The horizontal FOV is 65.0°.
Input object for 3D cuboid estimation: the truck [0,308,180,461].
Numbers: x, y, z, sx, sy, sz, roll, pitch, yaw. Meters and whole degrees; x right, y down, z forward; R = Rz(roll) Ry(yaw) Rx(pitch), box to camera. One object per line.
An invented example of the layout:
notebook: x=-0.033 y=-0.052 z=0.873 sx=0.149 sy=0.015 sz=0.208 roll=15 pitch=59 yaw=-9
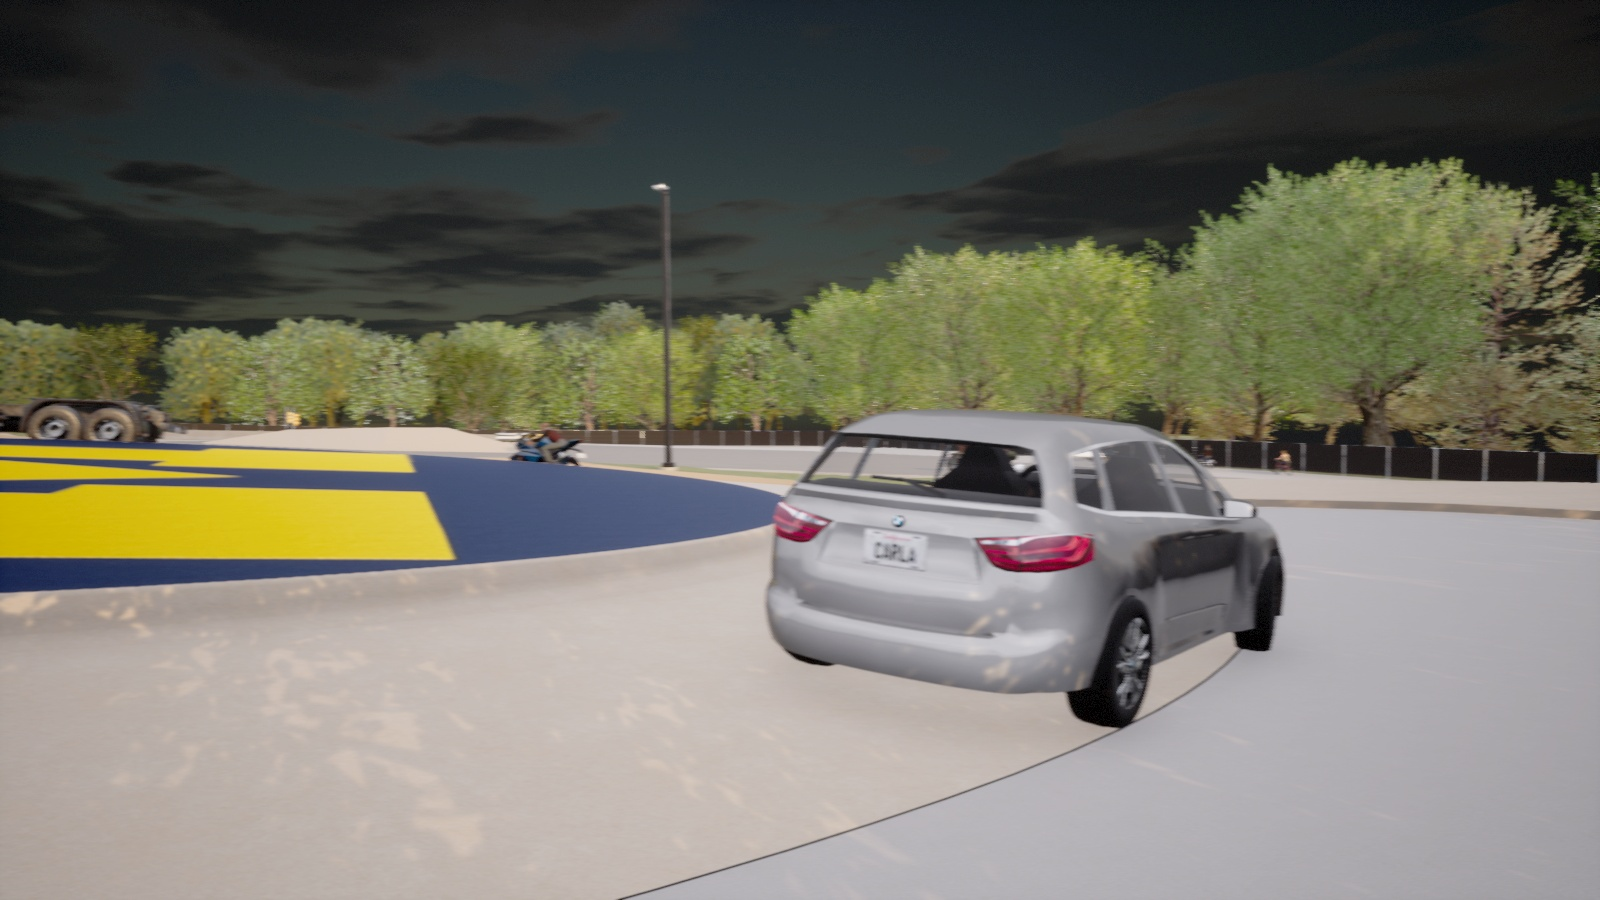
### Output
truck: x=-19.812 y=-1.589 z=30.618 sx=7.936 sy=3.462 sz=2.891 roll=2 pitch=-1 yaw=-16

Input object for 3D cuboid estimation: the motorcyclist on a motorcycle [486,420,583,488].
motorcyclist on a motorcycle: x=-6.775 y=0.102 z=32.066 sx=2.191 sy=1.530 sz=0.866 roll=4 pitch=-2 yaw=23

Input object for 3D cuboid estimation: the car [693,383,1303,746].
car: x=1.649 y=0.514 z=8.561 sx=2.242 sy=1.667 sz=4.611 roll=5 pitch=3 yaw=34
